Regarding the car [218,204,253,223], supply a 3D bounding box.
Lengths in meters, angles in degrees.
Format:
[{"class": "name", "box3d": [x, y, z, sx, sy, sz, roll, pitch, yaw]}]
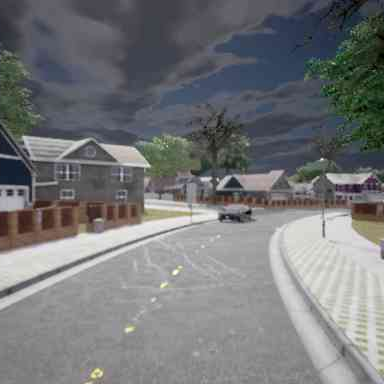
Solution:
[{"class": "car", "box3d": [3.720, 1.713, 27.952, 1.882, 1.535, 5.008, 0, -1, 24]}]
